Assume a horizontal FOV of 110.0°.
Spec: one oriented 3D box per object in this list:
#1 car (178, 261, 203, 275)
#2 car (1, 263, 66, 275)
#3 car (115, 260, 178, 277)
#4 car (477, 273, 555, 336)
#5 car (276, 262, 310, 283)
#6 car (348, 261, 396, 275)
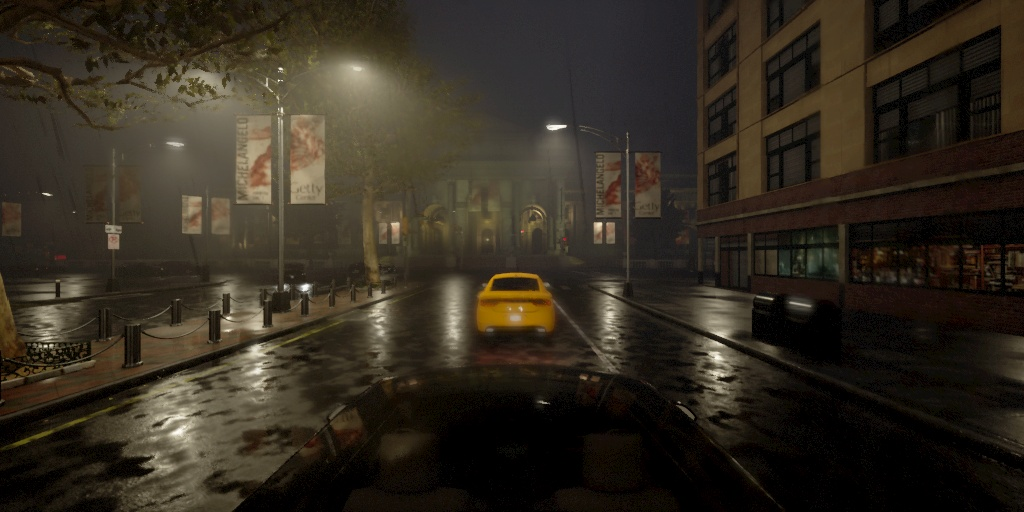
[{"bbox_3d":[-35.358,1.228,38.363,5.008,1.535,1.882,0,0,1],"label":"car"},{"bbox_3d":[-51.114,1.351,38.391,4.718,1.301,1.895,0,0,-2],"label":"car"},{"bbox_3d":[-35.757,1.314,34.860,4.181,1.385,1.994,0,0,1],"label":"car"},{"bbox_3d":[0.122,1.228,10.431,1.882,1.535,5.008,0,0,1],"label":"car"},{"bbox_3d":[-16.780,1.255,27.575,1.837,1.490,4.892,2,-1,-29],"label":"car"},{"bbox_3d":[-14.815,1.255,38.122,4.892,1.490,1.837,0,0,1],"label":"car"}]
